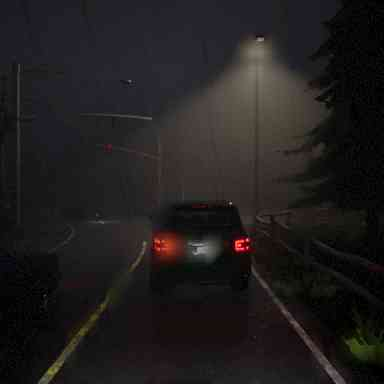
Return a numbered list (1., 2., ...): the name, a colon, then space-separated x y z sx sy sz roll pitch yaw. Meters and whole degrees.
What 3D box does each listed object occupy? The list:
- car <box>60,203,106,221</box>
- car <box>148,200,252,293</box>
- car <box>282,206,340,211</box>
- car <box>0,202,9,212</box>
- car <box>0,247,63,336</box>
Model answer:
1. car: -8.866 1.564 26.900 4.181 1.385 1.994 0 0 39
2. car: 0.008 1.221 9.065 2.150 2.045 5.566 0 0 -5
3. car: 10.701 1.628 30.144 4.718 1.301 1.895 0 0 0
4. car: -22.270 1.504 36.239 4.892 1.490 1.837 0 -1 18
5. car: -3.589 1.547 4.602 2.033 1.411 5.357 0 0 0
